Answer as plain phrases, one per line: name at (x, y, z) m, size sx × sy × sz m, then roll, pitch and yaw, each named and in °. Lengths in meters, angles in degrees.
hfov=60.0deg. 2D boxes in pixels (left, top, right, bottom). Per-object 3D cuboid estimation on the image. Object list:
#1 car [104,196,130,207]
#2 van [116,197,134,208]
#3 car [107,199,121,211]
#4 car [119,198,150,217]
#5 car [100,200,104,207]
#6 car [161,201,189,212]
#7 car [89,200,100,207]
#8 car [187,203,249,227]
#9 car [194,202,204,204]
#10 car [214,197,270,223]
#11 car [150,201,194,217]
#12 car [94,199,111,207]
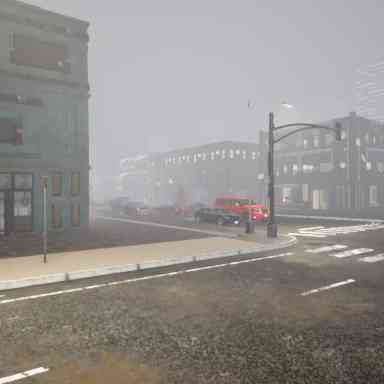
car at (-12.082, 1.774, 55.293) m, size 2.150 × 2.045 × 5.566 m, roll -1°, pitch 0°, yaw -35°
van at (-12.047, 1.906, 59.700) m, size 1.690 × 1.788 × 3.998 m, roll -1°, pitch 0°, yaw -35°
car at (-9.715, 2.055, 46.477) m, size 1.994 × 1.385 × 4.181 m, roll -1°, pitch 0°, yaw -35°
car at (-6.055, 1.846, 36.795) m, size 1.967 × 1.590 × 4.097 m, roll -1°, pitch 0°, yaw -35°
car at (-15.252, 1.939, 64.213) m, size 2.192 × 1.841 × 5.009 m, roll -1°, pitch 0°, yaw -35°
car at (-2.425, 1.965, 46.162) m, size 1.802 × 1.307 × 4.206 m, roll -2°, pitch 0°, yaw -35°
car at (-18.293, 2.268, 64.045) m, size 1.895 × 1.301 × 4.718 m, roll -1°, pitch 0°, yaw -35°
car at (1.884, 1.814, 25.412) m, size 1.947 × 1.339 × 4.313 m, roll -1°, pitch 0°, yaw -35°
car at (0.779, 1.903, 41.650) m, size 1.802 × 1.307 × 4.206 m, roll -2°, pitch 0°, yaw -35°
car at (3.939, 1.445, 27.207) m, size 2.150 × 2.045 × 5.566 m, roll -1°, pitch 0°, yaw -35°
car at (-2.236, 1.947, 35.912) m, size 1.895 × 1.301 × 4.718 m, roll -1°, pitch 0°, yaw -36°
car at (-18.452, 2.227, 68.726) m, size 1.887 × 1.381 × 4.507 m, roll -1°, pitch 0°, yaw -35°
